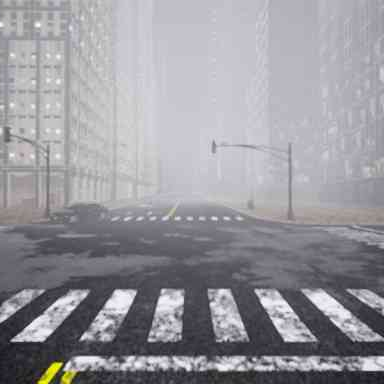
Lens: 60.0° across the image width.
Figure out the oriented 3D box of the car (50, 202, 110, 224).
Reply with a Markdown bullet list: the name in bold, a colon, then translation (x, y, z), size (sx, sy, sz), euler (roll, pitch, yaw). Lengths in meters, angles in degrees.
- **car**: translation (-8.456, 1.544, 25.520), size (1.837, 1.490, 4.892), euler (5, 4, 29)

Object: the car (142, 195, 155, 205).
- **car**: translation (-7.422, 1.316, 56.760), size (2.128, 1.511, 4.902), euler (0, 0, -1)
